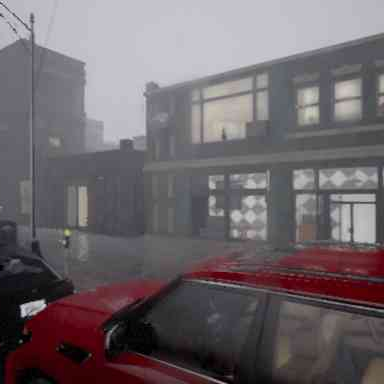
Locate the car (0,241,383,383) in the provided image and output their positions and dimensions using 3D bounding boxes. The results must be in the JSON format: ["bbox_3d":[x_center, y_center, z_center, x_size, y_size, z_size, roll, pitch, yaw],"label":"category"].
[{"bbox_3d":[0.732,1.314,2.366,5.009,1.841,2.192,0,0,36],"label":"car"}]
